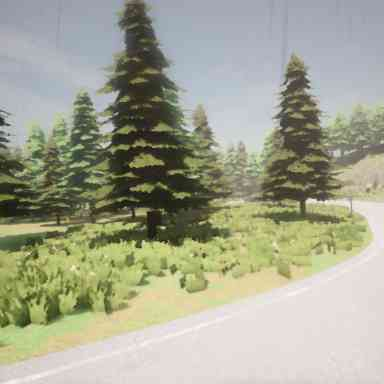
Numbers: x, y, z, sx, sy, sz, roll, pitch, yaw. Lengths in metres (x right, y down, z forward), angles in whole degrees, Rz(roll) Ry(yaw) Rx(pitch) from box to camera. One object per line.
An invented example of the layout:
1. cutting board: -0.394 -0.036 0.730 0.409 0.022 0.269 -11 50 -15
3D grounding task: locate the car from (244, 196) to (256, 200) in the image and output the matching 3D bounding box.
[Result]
1. car: 11.844 1.412 62.053 4.181 1.385 1.994 -3 3 20
